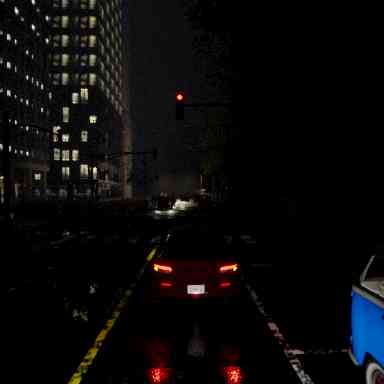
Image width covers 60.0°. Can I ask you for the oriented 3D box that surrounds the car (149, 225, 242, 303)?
[{"bbox_3d":[0.054,1.525,8.080,1.812,1.442,4.674,0,0,0],"label":"car"}]

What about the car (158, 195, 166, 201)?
[{"bbox_3d":[-7.528,1.532,84.115,1.802,1.307,4.206,0,0,-3],"label":"car"}]

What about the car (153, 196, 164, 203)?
[{"bbox_3d":[-6.826,1.513,67.484,1.887,1.381,4.507,0,0,-2],"label":"car"}]

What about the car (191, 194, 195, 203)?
[{"bbox_3d":[1.185,1.492,68.026,1.752,1.417,4.829,0,0,-2],"label":"car"}]

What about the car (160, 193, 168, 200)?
[{"bbox_3d":[-8.075,1.252,95.196,2.192,1.841,5.009,0,0,-3],"label":"car"}]

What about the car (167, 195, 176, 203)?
[{"bbox_3d":[-4.188,1.469,69.458,1.837,1.490,4.892,0,0,-2],"label":"car"}]

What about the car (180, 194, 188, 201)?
[{"bbox_3d":[-1.900,1.264,80.591,1.882,1.535,5.008,0,0,-3],"label":"car"}]

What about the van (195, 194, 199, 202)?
[{"bbox_3d":[1.748,1.322,51.233,1.690,1.788,3.998,0,0,-2],"label":"van"}]

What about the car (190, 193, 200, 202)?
[{"bbox_3d":[0.740,1.271,78.945,2.192,1.841,5.009,0,0,-3],"label":"car"}]

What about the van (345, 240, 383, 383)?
[{"bbox_3d":[2.558,1.341,2.145,1.690,1.788,3.998,0,0,0],"label":"van"}]

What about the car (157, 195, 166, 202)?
[{"bbox_3d":[-7.276,1.501,78.571,1.887,1.381,4.507,0,0,-2],"label":"car"}]

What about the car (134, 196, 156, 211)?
[{"bbox_3d":[-5.832,1.539,39.770,2.008,1.369,4.403,0,0,-1],"label":"car"}]

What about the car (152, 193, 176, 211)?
[{"bbox_3d":[-3.408,1.339,41.176,2.097,1.767,4.553,0,0,-1],"label":"car"}]

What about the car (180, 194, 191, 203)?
[{"bbox_3d":[-1.481,1.552,70.616,1.895,1.301,4.718,0,0,-2],"label":"car"}]

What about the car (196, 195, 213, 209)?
[{"bbox_3d":[1.899,1.510,45.860,1.752,1.417,4.829,0,0,-2],"label":"car"}]

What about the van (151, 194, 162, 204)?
[{"bbox_3d":[-6.625,1.314,61.941,1.690,1.788,3.998,0,0,-2],"label":"van"}]

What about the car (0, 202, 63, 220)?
[{"bbox_3d":[-12.229,1.433,25.739,4.181,1.385,1.994,1,0,-4],"label":"car"}]
